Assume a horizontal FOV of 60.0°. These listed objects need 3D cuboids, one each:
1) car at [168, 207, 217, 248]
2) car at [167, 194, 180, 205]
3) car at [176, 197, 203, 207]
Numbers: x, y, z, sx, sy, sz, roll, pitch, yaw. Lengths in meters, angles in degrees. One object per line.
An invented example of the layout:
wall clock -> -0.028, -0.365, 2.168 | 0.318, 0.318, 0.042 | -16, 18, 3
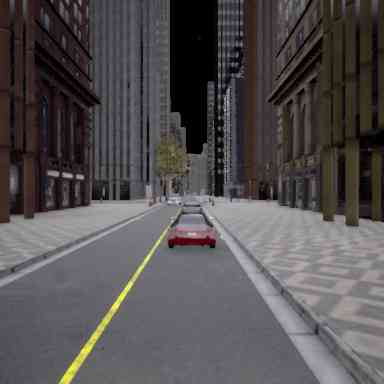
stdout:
car -> 0.000, 1.570, 14.650 | 1.994, 1.385, 4.181 | 0, 0, 0
car -> -3.000, 1.342, 57.621 | 2.150, 2.045, 5.566 | 0, 0, 0
car -> 0.000, 1.493, 29.650 | 2.128, 1.511, 4.902 | 0, 0, 0
